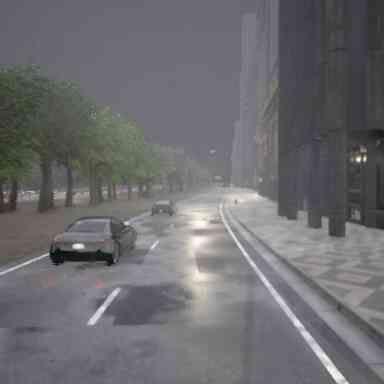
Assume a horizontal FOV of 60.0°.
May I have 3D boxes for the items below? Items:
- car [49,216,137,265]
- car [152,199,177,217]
[{"bbox_3d":[-3.215,1.522,11.564,1.994,1.385,4.181,0,0,1],"label":"car"},{"bbox_3d":[-2.446,1.365,29.784,1.812,1.442,4.674,0,1,3],"label":"car"}]
